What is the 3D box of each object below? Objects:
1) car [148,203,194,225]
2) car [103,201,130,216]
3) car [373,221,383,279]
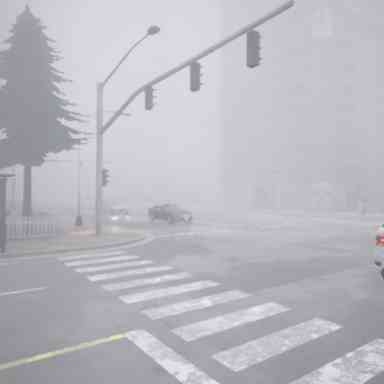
[{"bbox_3d":[-1.732,1.649,25.972,2.128,1.511,4.902,1,0,-34],"label":"car"},{"bbox_3d":[-8.231,1.685,35.231,1.812,1.442,4.674,1,0,-35],"label":"car"},{"bbox_3d":[6.978,1.313,8.730,5.566,2.045,2.150,0,0,-35],"label":"car"}]
